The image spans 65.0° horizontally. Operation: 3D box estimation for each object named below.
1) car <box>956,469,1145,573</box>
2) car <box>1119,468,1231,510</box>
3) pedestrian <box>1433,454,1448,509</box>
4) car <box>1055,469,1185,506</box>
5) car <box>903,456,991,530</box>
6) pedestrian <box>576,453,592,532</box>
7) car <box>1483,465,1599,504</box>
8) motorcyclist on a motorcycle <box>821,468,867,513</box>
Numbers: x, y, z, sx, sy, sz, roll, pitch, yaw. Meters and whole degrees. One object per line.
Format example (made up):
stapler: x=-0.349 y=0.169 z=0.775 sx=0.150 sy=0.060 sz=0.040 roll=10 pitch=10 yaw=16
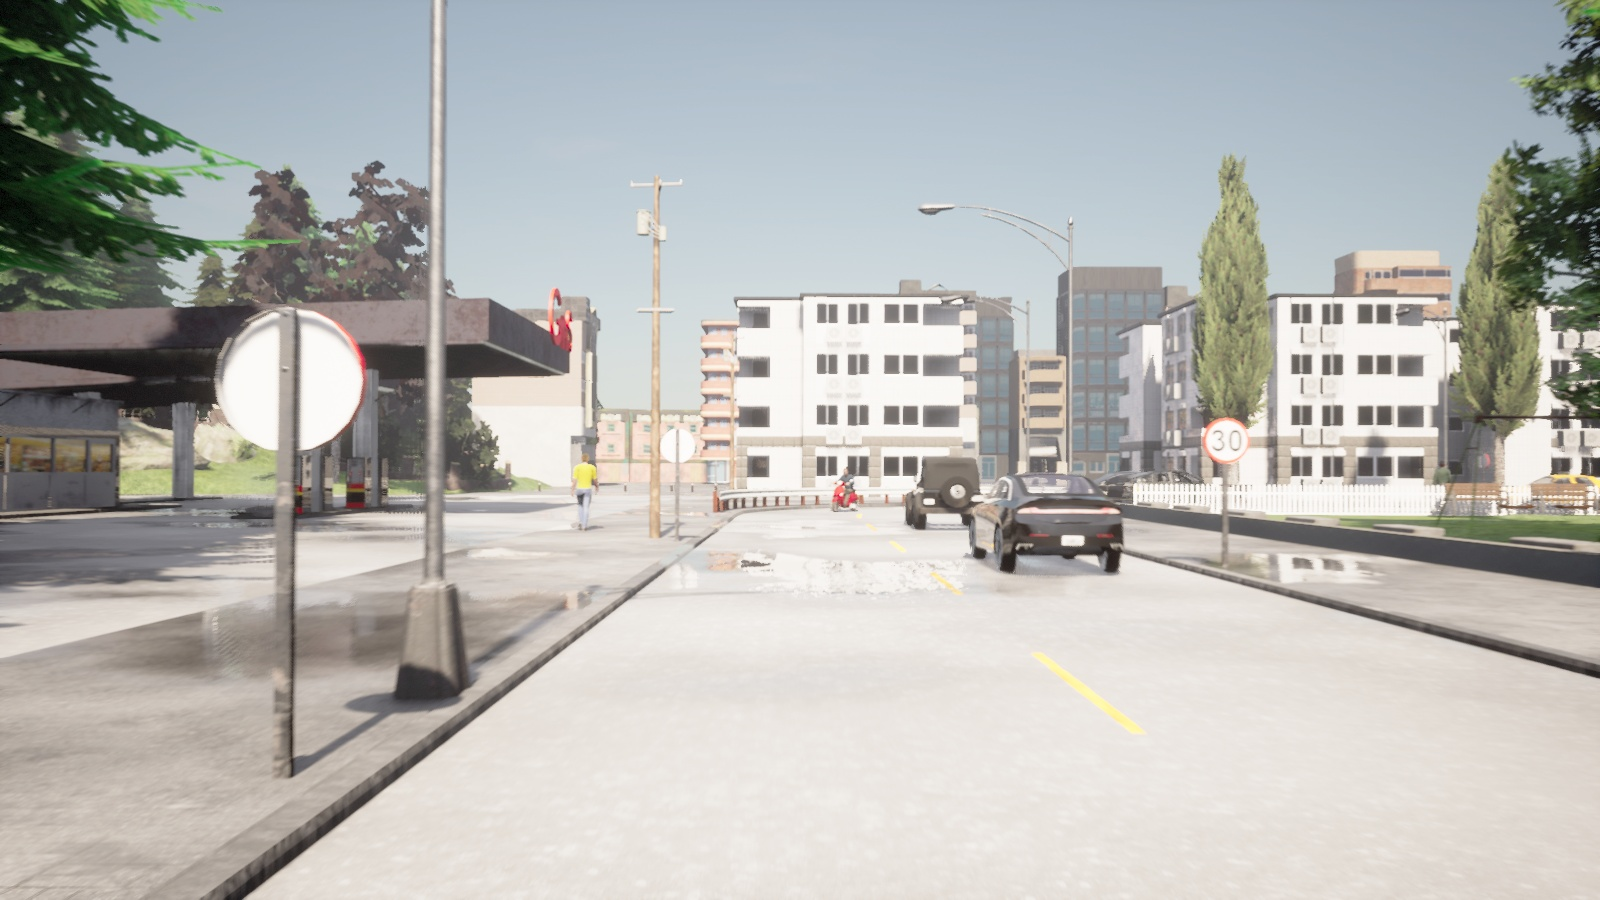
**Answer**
car: x=3.947 y=1.070 z=20.721 sx=2.128 sy=1.511 sz=4.902 roll=0 pitch=-1 yaw=0
car: x=14.352 y=1.471 z=48.161 sx=3.705 sy=1.549 sz=1.789 roll=0 pitch=-1 yaw=-4
pedestrian: x=22.610 y=1.111 z=44.355 sx=0.423 sy=1.949 sz=0.788 roll=-1 pitch=-1 yaw=25
car: x=13.255 y=1.564 z=52.167 sx=4.892 sy=1.490 sz=1.837 roll=0 pitch=-1 yaw=-1
car: x=3.912 y=1.113 z=33.935 sx=1.905 sy=1.878 sz=3.866 roll=0 pitch=-1 yaw=0
pedestrian: x=-5.082 y=0.995 z=29.561 sx=0.354 sy=1.836 sz=0.706 roll=0 pitch=-1 yaw=-8
car: x=31.591 y=1.425 z=52.210 sx=5.366 sy=1.575 sz=1.801 roll=0 pitch=-1 yaw=0
motorcyclist on a motorcycle: x=1.608 y=1.462 z=45.717 sx=0.866 sy=1.590 sz=1.817 roll=1 pitch=0 yaw=31
